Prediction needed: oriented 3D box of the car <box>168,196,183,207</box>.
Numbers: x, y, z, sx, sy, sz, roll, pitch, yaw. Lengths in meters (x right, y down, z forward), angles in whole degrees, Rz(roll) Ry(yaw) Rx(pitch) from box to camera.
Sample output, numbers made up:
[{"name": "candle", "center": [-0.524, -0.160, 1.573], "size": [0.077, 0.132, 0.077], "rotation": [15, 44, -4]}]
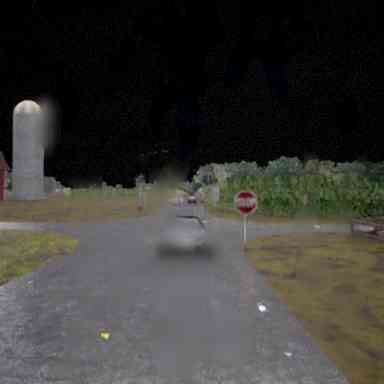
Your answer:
[{"name": "car", "center": [-2.815, 1.677, 53.822], "size": [1.837, 1.490, 4.892], "rotation": [0, 0, 0]}]

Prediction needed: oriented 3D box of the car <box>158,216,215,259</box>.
[{"name": "car", "center": [-0.308, 1.610, 12.913], "size": [1.994, 1.385, 4.181], "rotation": [0, 0, -4]}]

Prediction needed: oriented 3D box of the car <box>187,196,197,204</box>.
[{"name": "car", "center": [0.008, 1.682, 68.694], "size": [1.882, 1.535, 5.008], "rotation": [0, 0, 0]}]

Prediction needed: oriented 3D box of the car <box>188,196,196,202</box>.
[{"name": "car", "center": [0.009, 1.618, 79.118], "size": [1.994, 1.385, 4.181], "rotation": [0, 0, 0]}]
